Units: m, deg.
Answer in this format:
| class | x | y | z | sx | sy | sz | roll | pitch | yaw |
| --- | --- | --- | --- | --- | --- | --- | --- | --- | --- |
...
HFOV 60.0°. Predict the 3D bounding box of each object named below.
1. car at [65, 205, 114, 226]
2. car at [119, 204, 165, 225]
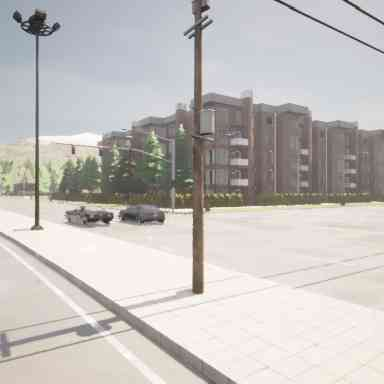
| class | x | y | z | sx | sy | sz | roll | pitch | yaw |
| --- | --- | --- | --- | --- | --- | --- | --- | --- | --- |
| car | -7.387 | 1.601 | 23.585 | 1.895 | 1.301 | 4.718 | 0 | 0 | -38 |
| car | -3.757 | 1.564 | 24.611 | 1.994 | 1.385 | 4.181 | 0 | 0 | -38 |
